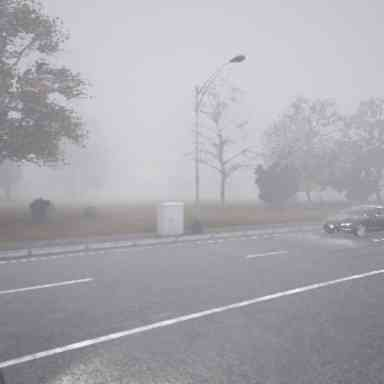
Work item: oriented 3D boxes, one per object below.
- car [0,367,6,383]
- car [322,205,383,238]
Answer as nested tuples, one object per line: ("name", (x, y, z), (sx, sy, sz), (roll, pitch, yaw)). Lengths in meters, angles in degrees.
("car", (-3.053, 1.554, 1.453), (4.181, 1.385, 1.994), (0, 0, -36))
("car", (9.048, 1.470, 17.573), (4.892, 1.490, 1.837), (0, 0, -28))
